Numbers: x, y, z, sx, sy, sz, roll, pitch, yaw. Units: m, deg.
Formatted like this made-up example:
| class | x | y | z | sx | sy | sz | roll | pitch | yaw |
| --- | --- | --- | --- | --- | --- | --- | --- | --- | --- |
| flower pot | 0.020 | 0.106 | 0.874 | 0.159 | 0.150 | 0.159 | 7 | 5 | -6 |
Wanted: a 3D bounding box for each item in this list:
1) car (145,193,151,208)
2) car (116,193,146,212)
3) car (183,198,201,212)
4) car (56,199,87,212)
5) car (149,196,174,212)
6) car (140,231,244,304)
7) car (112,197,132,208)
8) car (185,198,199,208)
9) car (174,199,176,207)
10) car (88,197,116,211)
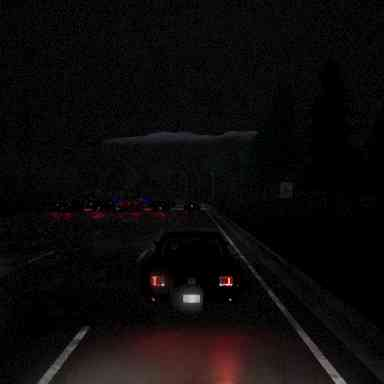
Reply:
| class | x | y | z | sx | sy | sz | roll | pitch | yaw |
| --- | --- | --- | --- | --- | --- | --- | --- | --- | --- |
| car | -7.002 | 1.221 | 48.789 | 2.150 | 2.045 | 5.566 | 0 | 0 | 0 |
| car | -6.999 | 1.352 | 38.844 | 2.097 | 1.767 | 4.553 | 0 | 0 | 0 |
| car | 0.006 | 1.564 | 39.619 | 1.994 | 1.385 | 4.181 | 0 | 0 | 0 |
| car | -14.004 | 1.526 | 38.189 | 1.812 | 1.442 | 4.674 | 0 | 0 | 0 |
| car | -3.496 | 1.505 | 39.158 | 1.837 | 1.490 | 4.892 | 0 | 0 | 0 |
| car | -0.001 | 1.601 | 8.112 | 1.895 | 1.301 | 4.718 | 0 | 0 | 0 |
| car | -10.495 | 1.478 | 49.938 | 1.882 | 1.535 | 5.008 | 0 | 0 | 0 |
| car | 0.006 | 1.564 | 49.539 | 1.994 | 1.385 | 4.181 | 0 | 0 | 0 |
| car | -3.489 | 1.564 | 49.546 | 1.994 | 1.385 | 4.181 | 0 | 0 | 0 |
| car | -10.488 | 1.505 | 39.914 | 1.837 | 1.490 | 4.892 | 0 | 0 | 0 |
